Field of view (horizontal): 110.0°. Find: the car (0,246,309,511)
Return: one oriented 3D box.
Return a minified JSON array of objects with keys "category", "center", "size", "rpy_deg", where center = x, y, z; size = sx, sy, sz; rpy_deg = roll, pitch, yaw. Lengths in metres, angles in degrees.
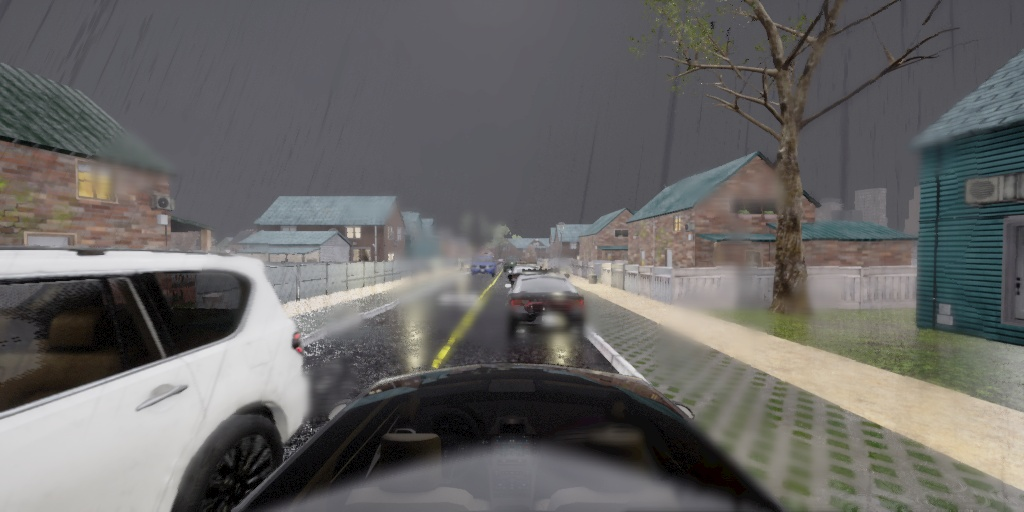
[{"category":"car","center":[-2.850,0.972,0.852],"size":[2.150,2.045,5.566],"rpy_deg":[0,0,0]}]

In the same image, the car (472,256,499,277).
[{"category":"car","center":[-2.744,1.001,36.060],"size":[2.150,2.045,5.566],"rpy_deg":[0,0,0]}]

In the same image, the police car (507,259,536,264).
[{"category":"police car","center":[0.828,1.182,20.362],"size":[1.930,1.638,5.238],"rpy_deg":[0,0,0]}]

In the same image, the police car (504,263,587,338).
[{"category":"police car","center":[0.827,1.174,10.360],"size":[1.930,1.638,5.238],"rpy_deg":[0,0,0]}]

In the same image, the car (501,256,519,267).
[{"category":"car","center":[0.029,1.026,47.008],"size":[2.150,2.045,5.566],"rpy_deg":[0,0,0]}]
